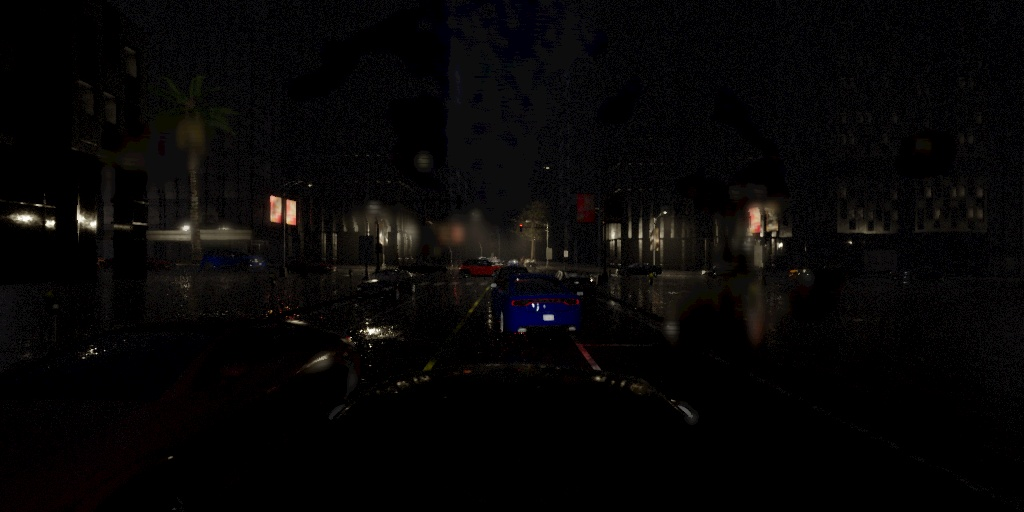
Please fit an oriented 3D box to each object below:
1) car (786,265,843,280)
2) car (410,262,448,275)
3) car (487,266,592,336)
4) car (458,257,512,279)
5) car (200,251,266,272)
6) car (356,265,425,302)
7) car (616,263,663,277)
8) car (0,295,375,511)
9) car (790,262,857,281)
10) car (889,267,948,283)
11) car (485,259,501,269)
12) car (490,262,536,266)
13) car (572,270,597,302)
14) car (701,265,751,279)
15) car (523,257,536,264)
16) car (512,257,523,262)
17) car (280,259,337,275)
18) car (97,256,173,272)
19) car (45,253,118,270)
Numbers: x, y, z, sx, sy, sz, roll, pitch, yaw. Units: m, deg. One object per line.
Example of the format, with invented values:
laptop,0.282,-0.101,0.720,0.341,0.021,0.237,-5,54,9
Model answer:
car,35.430,1.923,42.065,5.008,1.535,1.882,1,0,0
car,-8.864,1.225,36.274,4.718,1.301,1.895,1,0,-11
car,0.470,1.226,10.474,1.882,1.535,5.008,0,0,-8
car,-2.477,1.104,32.266,4.553,1.767,2.097,0,0,0
car,-27.637,0.507,35.603,5.566,2.045,2.150,1,0,1
car,-5.756,1.299,16.794,2.007,1.370,4.403,0,0,0
car,13.762,1.522,38.892,4.902,1.511,2.128,1,0,-1
car,-3.099,1.313,3.296,1.994,1.385,4.181,0,0,0
car,33.916,1.632,38.824,5.566,2.045,2.150,1,0,0
car,43.827,1.953,38.750,4.553,1.767,2.097,1,0,1
car,-2.882,1.245,56.158,2.128,1.511,4.902,0,0,2
car,0.075,1.253,17.996,1.837,1.490,4.892,0,0,0
car,2.770,1.299,16.787,2.007,1.370,4.403,0,0,0
car,23.181,1.698,38.872,4.902,1.511,2.128,1,0,0
car,2.979,1.305,58.970,2.007,1.370,4.403,0,0,1
car,0.257,1.300,54.618,2.033,1.411,5.357,0,0,1
car,-18.307,0.966,32.327,4.674,1.442,1.812,1,0,0
car,-33.653,0.651,32.386,5.008,1.535,1.882,1,0,0
car,-42.798,0.503,35.689,5.008,1.535,1.882,1,0,0
